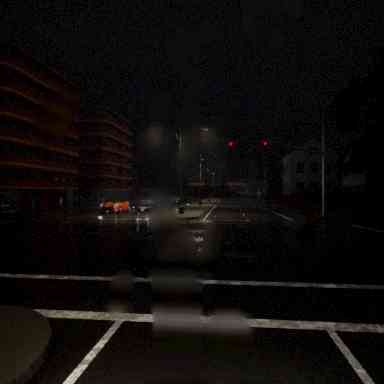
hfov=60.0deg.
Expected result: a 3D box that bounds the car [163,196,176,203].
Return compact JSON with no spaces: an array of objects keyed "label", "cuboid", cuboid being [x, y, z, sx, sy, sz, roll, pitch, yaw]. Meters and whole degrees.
[{"label":"car","cuboid":[-4.599,1.564,67.659,1.994,1.385,4.181,0,0,6]}]

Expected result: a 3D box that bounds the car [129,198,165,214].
[{"label":"car","cuboid":[-4.569,1.491,34.916,2.128,1.511,4.902,0,0,6]}]

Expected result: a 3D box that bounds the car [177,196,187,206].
[{"label":"car","cuboid":[-2.652,1.491,53.171,2.128,1.511,4.902,0,0,6]}]

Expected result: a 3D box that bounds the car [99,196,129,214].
[{"label":"car","cuboid":[-8.083,1.352,34.990,2.097,1.767,4.553,0,0,6]}]

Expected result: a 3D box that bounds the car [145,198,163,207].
[{"label":"car","cuboid":[-6.092,1.601,53.937,1.895,1.301,4.718,0,0,6]}]

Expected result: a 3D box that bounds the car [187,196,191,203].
[{"label":"car","cuboid":[-1.214,1.503,66.443,1.837,1.490,4.892,0,0,7]}]

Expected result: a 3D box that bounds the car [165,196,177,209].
[{"label":"car","cuboid":[-3.607,1.601,44.126,1.895,1.301,4.718,0,0,6]}]

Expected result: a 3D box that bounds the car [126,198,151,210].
[{"label":"car","cuboid":[-7.093,1.545,44.407,2.033,1.411,5.357,0,0,6]}]
